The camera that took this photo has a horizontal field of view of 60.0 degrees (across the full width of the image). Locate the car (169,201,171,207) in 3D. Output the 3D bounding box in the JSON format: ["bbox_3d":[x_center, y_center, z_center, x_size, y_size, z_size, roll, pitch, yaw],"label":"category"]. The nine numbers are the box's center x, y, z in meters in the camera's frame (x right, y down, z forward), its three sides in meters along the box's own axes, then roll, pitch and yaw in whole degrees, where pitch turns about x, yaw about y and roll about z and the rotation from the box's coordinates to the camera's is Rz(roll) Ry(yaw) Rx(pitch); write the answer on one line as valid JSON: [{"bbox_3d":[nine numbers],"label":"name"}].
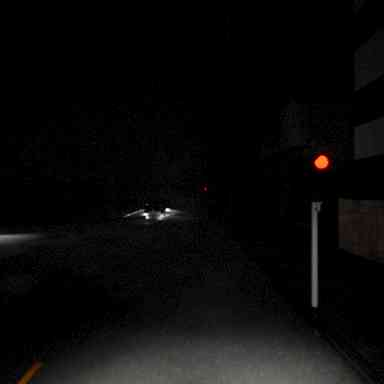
[{"bbox_3d":[-4.116,1.633,47.636,1.895,1.301,4.718,0,0,0],"label":"car"}]

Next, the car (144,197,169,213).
[{"bbox_3d":[-4.127,1.377,37.575,2.097,1.767,4.553,0,0,0],"label":"car"}]
